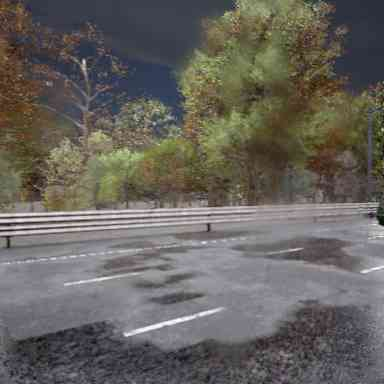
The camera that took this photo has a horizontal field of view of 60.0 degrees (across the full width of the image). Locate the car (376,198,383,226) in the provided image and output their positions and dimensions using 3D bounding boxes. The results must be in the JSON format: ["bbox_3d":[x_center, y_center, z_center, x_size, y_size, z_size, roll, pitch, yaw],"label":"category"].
[{"bbox_3d":[14.946,1.330,23.001,5.566,2.045,2.150,0,0,-35],"label":"car"}]
